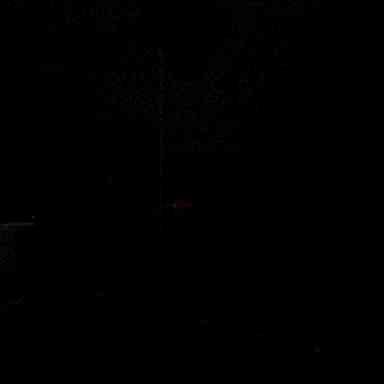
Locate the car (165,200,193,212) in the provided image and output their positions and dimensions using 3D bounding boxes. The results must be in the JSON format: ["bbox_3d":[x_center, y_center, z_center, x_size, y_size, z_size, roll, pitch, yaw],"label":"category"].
[{"bbox_3d":[-1.723,1.809,45.388,1.882,1.535,5.008,-1,0,32],"label":"car"}]

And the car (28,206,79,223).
[{"bbox_3d":[-12.033,1.883,29.059,1.994,1.385,4.181,-1,0,32],"label":"car"}]
